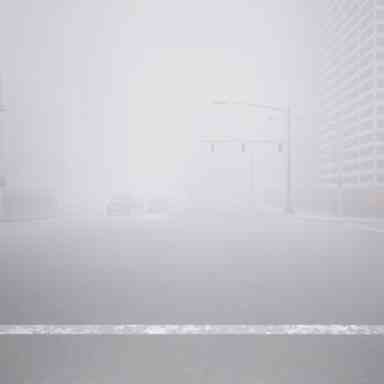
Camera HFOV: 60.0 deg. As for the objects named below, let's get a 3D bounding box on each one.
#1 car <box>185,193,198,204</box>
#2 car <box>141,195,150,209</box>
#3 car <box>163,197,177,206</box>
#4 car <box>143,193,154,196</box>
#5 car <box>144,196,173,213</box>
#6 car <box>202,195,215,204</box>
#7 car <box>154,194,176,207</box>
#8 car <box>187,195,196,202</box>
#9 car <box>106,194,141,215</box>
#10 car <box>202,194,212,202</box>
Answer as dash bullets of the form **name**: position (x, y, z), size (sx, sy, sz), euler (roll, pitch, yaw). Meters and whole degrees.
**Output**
- **car**: position (-0.128, 1.221, 63.726), size (2.150, 2.045, 5.566), euler (0, 0, 0)
- **car**: position (-7.191, 1.547, 44.759), size (2.033, 1.411, 5.357), euler (0, 0, 0)
- **car**: position (-3.701, 1.564, 56.459), size (1.994, 1.385, 4.181), euler (0, 0, 0)
- **car**: position (-7.200, 1.221, 55.283), size (2.150, 2.045, 5.566), euler (0, 0, 0)
- **car**: position (-3.676, 1.492, 37.430), size (2.128, 1.511, 4.902), euler (0, 0, 0)
- **car**: position (3.466, 1.526, 64.646), size (1.812, 1.442, 4.674), euler (0, 0, 0)
- **car**: position (-3.690, 1.352, 46.646), size (2.097, 1.767, 4.553), euler (0, 0, 0)
- **car**: position (-0.150, 1.382, 74.397), size (1.994, 1.385, 4.181), euler (0, 0, 0)
- **car**: position (-7.152, 1.221, 34.507), size (2.150, 2.045, 5.566), euler (0, 0, 2)
- **car**: position (3.353, 1.355, 74.548), size (2.097, 1.767, 4.553), euler (0, 0, 0)
